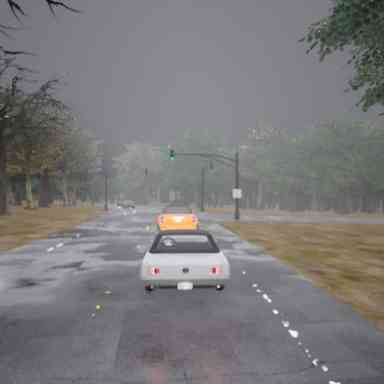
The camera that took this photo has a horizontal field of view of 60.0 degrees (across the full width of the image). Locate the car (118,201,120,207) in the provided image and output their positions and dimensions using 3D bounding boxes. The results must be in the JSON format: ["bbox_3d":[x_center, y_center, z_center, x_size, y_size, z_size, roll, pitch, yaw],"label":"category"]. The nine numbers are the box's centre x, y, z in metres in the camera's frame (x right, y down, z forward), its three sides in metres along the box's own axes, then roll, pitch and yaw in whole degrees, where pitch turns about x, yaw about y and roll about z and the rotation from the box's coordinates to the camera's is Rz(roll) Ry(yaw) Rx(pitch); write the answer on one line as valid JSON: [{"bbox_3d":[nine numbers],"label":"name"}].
[{"bbox_3d":[-12.859,2.364,65.070,1.812,1.442,4.674,0,-1,-15],"label":"car"}]

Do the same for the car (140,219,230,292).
[{"bbox_3d":[-0.227,1.655,9.056,1.895,1.301,4.718,0,0,-2],"label":"car"}]

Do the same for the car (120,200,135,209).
[{"bbox_3d":[-10.657,2.149,56.316,1.837,1.490,4.892,0,-1,-14],"label":"car"}]

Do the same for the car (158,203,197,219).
[{"bbox_3d":[-0.874,1.464,18.882,2.097,1.767,4.553,0,0,-5],"label":"car"}]
